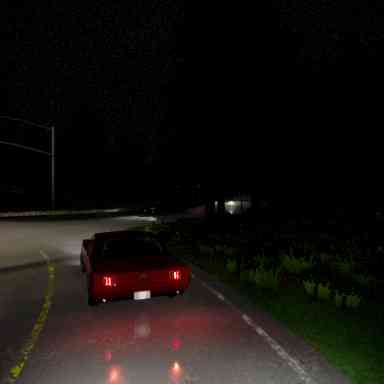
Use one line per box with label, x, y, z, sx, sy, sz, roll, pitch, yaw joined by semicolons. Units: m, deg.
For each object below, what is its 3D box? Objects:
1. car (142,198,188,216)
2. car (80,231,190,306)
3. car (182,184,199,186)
car;-2.438;1.336;30.646;1.837;1.490;4.892;0;2;43
car;-1.688;1.601;8.167;1.895;1.301;4.718;0;0;-21
car;-0.534;-1.223;59.820;2.150;2.045;5.566;0;4;-24
